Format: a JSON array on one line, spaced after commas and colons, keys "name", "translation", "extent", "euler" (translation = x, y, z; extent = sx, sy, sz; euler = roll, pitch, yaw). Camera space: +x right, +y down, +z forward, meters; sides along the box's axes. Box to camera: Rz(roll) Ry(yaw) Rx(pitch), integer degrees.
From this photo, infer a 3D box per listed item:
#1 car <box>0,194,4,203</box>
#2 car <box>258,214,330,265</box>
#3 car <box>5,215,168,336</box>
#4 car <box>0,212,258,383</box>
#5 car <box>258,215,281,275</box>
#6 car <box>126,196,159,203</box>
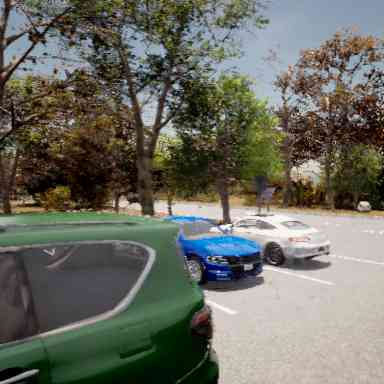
[{"name": "car", "translation": [-27.199, 0.758, 44.600], "extent": [4.902, 1.511, 2.128], "euler": [0, 0, -35]}, {"name": "car", "translation": [2.418, 1.495, 11.536], "extent": [2.002, 1.452, 4.674], "euler": [0, 0, -36]}, {"name": "car", "translation": [-2.806, 1.475, 7.801], "extent": [2.231, 1.521, 4.892], "euler": [0, 0, -36]}, {"name": "car", "translation": [-2.376, 1.223, 1.966], "extent": [5.566, 2.045, 2.150], "euler": [0, 0, -35]}, {"name": "car", "translation": [-0.149, 1.464, 9.712], "extent": [2.097, 1.535, 5.008], "euler": [0, 0, -36]}, {"name": "car", "translation": [-6.849, 0.827, 46.056], "extent": [5.357, 1.411, 2.033], "euler": [1, 3, 42]}]
